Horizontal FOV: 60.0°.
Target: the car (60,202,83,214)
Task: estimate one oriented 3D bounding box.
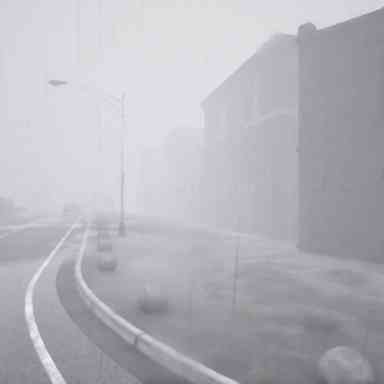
[{"bbox_3d":[-16.018,2.123,44.236,1.882,1.535,5.008,1,-2,-16],"label":"car"}]

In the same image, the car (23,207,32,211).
[{"bbox_3d":[-27.114,2.303,48.971,5.366,1.575,1.946,1,-3,-16],"label":"car"}]

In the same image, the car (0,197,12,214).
[{"bbox_3d":[-23.924,1.587,37.268,5.566,2.045,2.435,1,-2,-16],"label":"car"}]

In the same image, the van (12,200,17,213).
[{"bbox_3d":[-25.742,1.833,43.183,4.442,1.987,1.878,1,-2,-16],"label":"van"}]

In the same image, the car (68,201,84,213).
[{"bbox_3d":[-18.863,2.376,54.226,2.097,1.767,4.553,1,-1,-16],"label":"car"}]

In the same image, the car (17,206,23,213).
[{"bbox_3d":[-26.508,2.053,46.117,4.553,1.767,2.185,1,-3,-16],"label":"car"}]
